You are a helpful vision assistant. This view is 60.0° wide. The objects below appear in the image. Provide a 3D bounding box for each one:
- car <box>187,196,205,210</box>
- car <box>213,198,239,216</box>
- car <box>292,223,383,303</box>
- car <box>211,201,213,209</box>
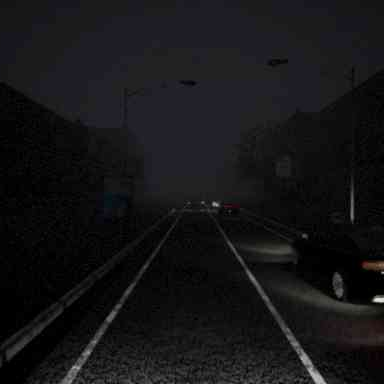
[{"bbox_3d":[0.507,1.244,41.913,2.097,1.767,4.553,0,1,1],"label":"car"},{"bbox_3d":[3.421,1.478,31.969,2.128,1.511,4.902,0,0,1],"label":"car"},{"bbox_3d":[3.985,1.516,8.346,1.882,1.535,5.008,0,0,1],"label":"car"},{"bbox_3d":[3.544,1.495,44.209,1.895,1.301,4.718,0,1,1],"label":"car"}]
